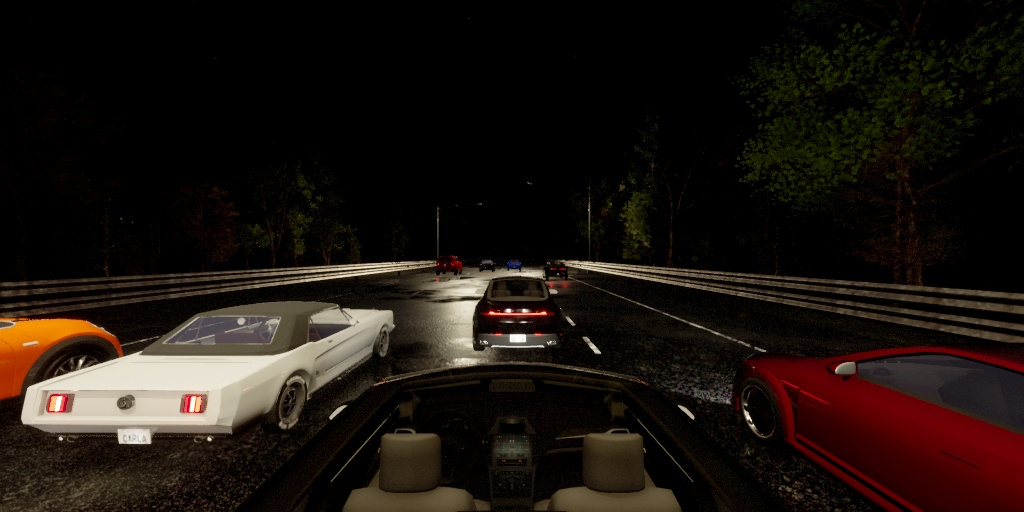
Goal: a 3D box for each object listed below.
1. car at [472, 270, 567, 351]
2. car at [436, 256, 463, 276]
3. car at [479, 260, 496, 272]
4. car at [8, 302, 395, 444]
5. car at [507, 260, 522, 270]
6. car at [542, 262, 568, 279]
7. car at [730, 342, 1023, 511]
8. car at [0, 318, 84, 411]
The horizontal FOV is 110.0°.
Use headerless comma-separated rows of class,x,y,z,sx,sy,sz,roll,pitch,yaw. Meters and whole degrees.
car,0.122,1.255,8.956,1.837,1.490,4.892,0,0,0
car,-6.736,1.006,38.707,2.150,2.045,5.566,0,0,0
car,-3.198,1.286,46.610,2.128,1.511,4.902,0,0,0
car,-3.401,1.350,5.474,1.895,1.301,4.718,0,0,0
car,0.317,1.279,50.251,1.882,1.535,5.008,0,0,0
car,3.733,1.264,31.460,2.128,1.511,4.902,0,0,0
car,3.601,1.314,2.578,1.994,1.385,4.181,0,0,0
car,-6.919,1.102,3.473,2.097,1.767,4.553,0,0,1
